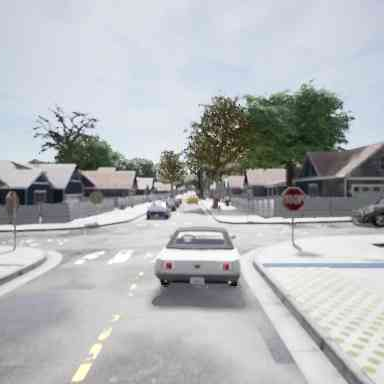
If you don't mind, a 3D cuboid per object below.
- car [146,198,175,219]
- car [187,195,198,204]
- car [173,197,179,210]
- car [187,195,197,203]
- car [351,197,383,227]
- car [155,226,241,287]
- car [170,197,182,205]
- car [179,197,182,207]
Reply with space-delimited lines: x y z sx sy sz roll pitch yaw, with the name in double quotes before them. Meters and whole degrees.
"car" -2.843 1.530 29.259 2.033 1.411 5.357 0 0 0
"car" 0.110 1.441 61.835 1.882 1.535 5.008 0 0 0
"car" -2.838 1.500 39.285 1.812 1.442 4.674 0 0 0
"car" 0.015 1.487 71.795 2.128 1.511 4.902 0 0 0
"car" 11.589 0.975 19.041 4.553 1.767 2.097 -2 0 0
"car" 0.296 1.600 9.298 1.895 1.301 4.718 0 0 5
"car" -2.786 1.564 59.589 1.895 1.301 4.718 0 0 1
"car" -2.830 1.568 49.356 1.895 1.301 4.718 0 0 0
